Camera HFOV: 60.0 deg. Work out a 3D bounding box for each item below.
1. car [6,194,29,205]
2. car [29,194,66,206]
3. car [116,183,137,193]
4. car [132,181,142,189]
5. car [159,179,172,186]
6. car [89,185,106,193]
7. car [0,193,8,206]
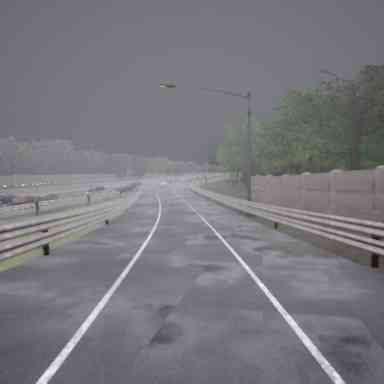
[{"bbox_3d":[-21.836,1.026,44.092,1.994,1.385,4.181,0,4,12],"label":"car"},{"bbox_3d":[-18.411,0.980,43.369,1.837,1.490,4.892,0,4,12],"label":"car"},{"bbox_3d":[-13.507,-0.525,66.666,2.033,1.411,5.357,0,4,12],"label":"car"},{"bbox_3d":[-14.458,-1.324,79.140,2.033,1.411,5.357,0,4,12],"label":"car"},{"bbox_3d":[-7.744,-2.337,94.045,1.812,1.442,4.674,0,4,12],"label":"car"},{"bbox_3d":[-19.942,-0.722,70.077,2.128,1.511,4.902,0,4,12],"label":"car"},{"bbox_3d":[-25.261,0.928,44.810,2.128,1.511,4.902,0,4,12],"label":"car"}]
